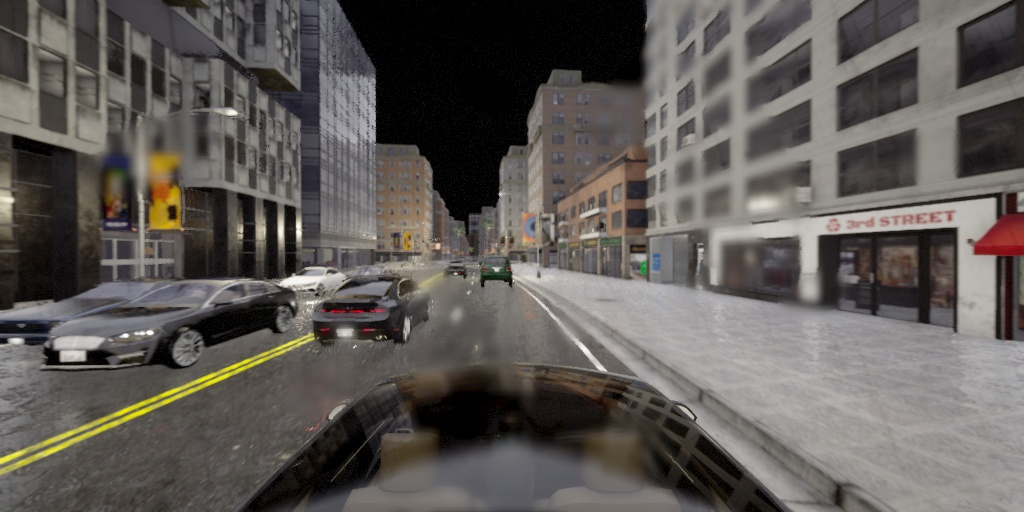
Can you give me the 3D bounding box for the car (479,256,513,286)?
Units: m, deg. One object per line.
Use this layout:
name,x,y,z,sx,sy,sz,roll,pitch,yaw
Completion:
car,-1.168,0.996,25.512,2.150,2.045,5.566,0,0,-5

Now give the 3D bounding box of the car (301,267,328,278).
car,-10.433,1.317,19.171,1.812,1.442,4.674,0,0,-4

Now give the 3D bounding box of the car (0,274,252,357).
car,-10.056,1.327,9.866,2.033,1.411,5.357,0,0,-2

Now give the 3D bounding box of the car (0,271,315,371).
car,-6.754,1.262,7.902,2.128,1.511,4.902,0,0,-2

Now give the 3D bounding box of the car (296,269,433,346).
car,-3.345,1.268,9.481,1.837,1.490,4.892,0,0,-2

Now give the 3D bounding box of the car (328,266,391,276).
car,-7.137,1.271,18.359,2.128,1.511,4.902,0,0,-4

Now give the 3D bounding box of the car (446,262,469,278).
car,-5.182,1.300,34.020,1.837,1.490,4.892,0,0,-5
